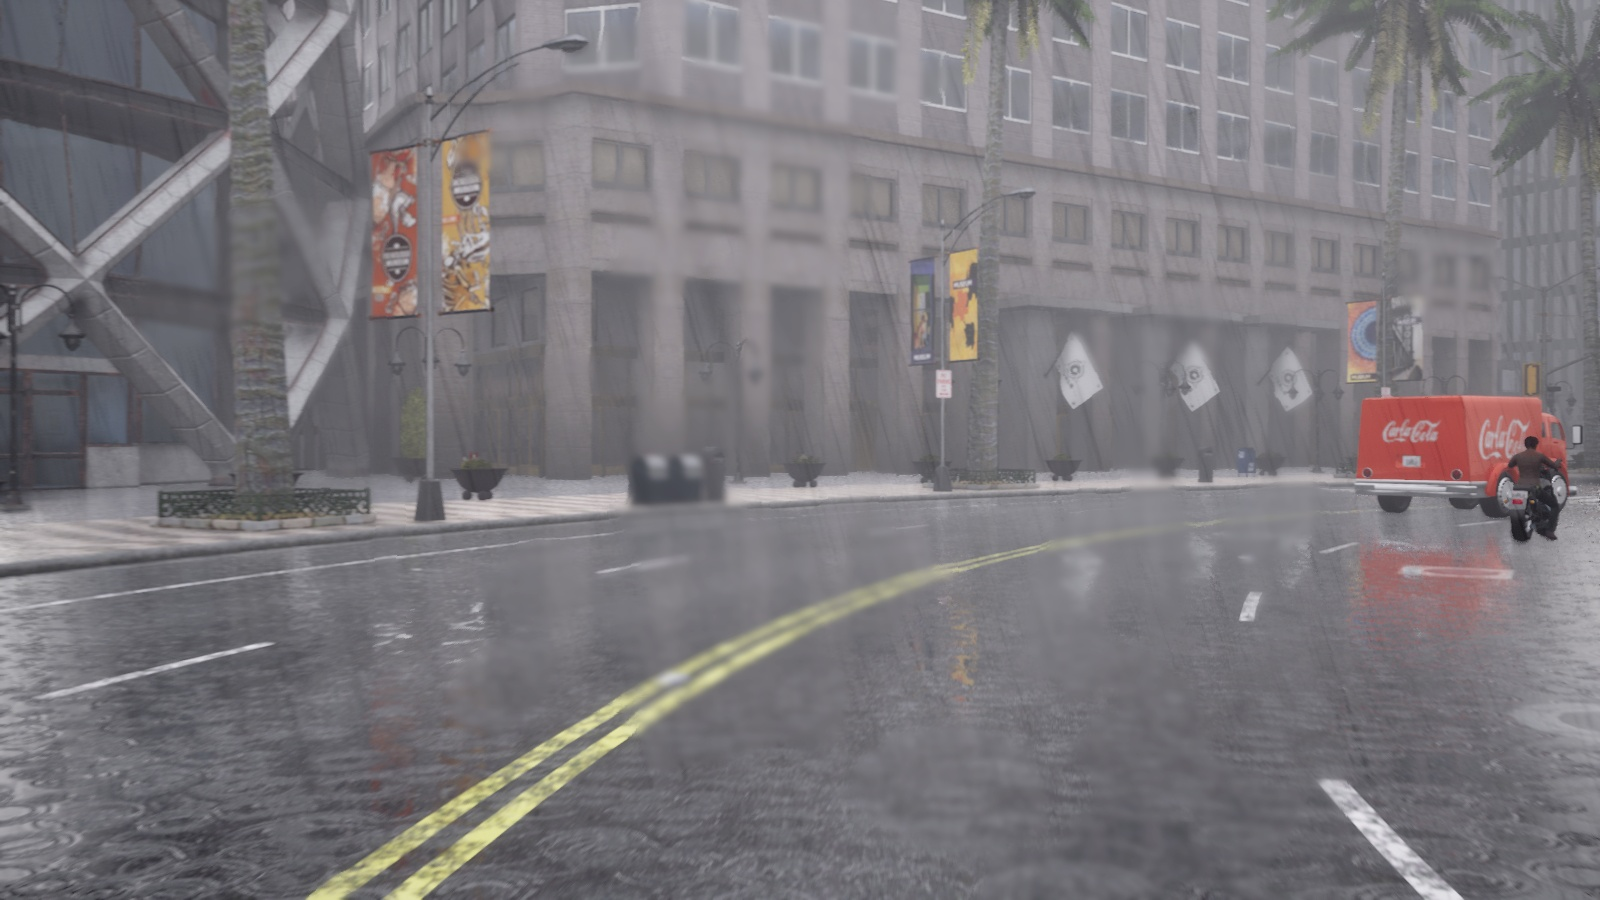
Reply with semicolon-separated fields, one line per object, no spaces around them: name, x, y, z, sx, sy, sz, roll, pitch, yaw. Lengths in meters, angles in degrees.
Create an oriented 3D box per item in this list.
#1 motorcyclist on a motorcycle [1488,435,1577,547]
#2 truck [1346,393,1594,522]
motorcyclist on a motorcycle;11.450;0.606;19.594;0.766;1.649;2.350;0;0;41
truck;14.270;0.134;26.654;5.204;2.467;2.627;0;0;-36
